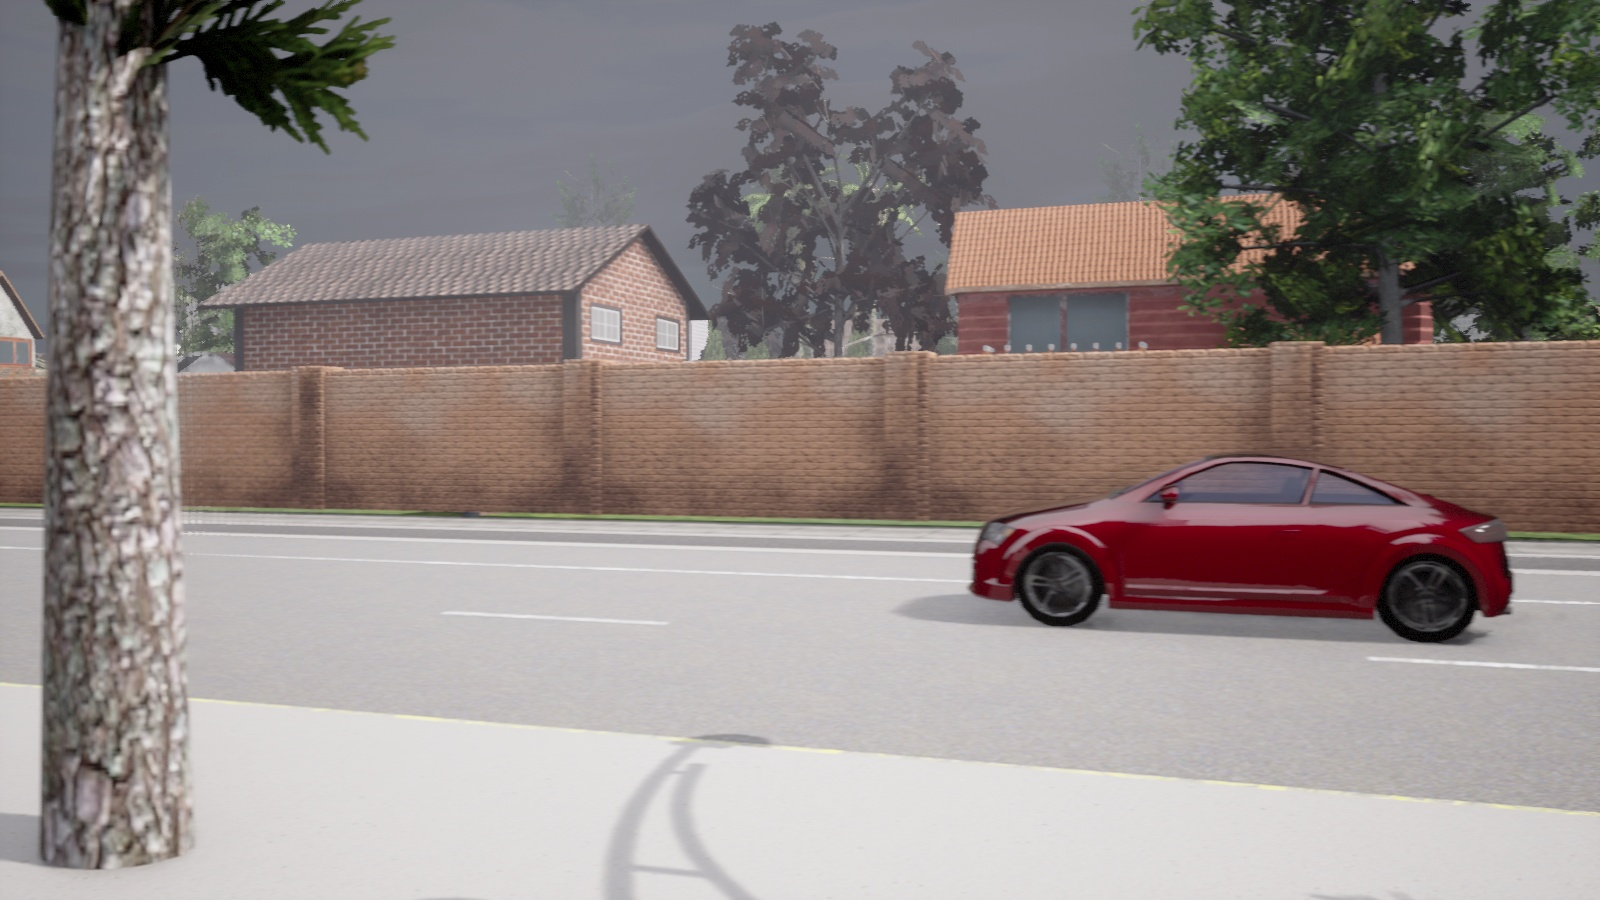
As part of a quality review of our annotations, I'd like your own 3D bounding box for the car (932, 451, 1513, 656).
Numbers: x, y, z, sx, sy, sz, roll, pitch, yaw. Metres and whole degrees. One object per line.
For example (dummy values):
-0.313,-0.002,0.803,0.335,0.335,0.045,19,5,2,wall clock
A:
3.375,0.735,10.499,4.181,1.385,1.994,1,1,19,car
